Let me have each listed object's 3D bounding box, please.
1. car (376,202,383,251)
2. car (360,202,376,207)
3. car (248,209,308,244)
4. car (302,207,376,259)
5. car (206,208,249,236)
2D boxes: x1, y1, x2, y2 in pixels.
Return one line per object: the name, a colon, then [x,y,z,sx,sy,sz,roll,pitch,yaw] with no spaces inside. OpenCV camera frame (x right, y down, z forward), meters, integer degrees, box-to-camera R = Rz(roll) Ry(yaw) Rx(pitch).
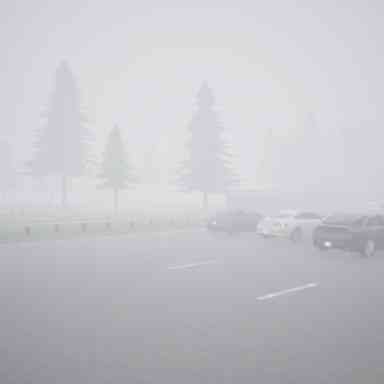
car: [7.746,1.250,9.359,5.566,2.045,2.150,0,0,-35]
car: [15.343,1.592,27.659,4.674,1.442,1.812,0,0,-35]
car: [5.160,1.557,16.091,4.674,1.442,1.812,0,0,-35]
car: [6.674,1.536,12.879,4.892,1.490,1.837,0,0,-35]
car: [2.834,1.596,18.733,4.181,1.385,1.994,0,0,-35]
